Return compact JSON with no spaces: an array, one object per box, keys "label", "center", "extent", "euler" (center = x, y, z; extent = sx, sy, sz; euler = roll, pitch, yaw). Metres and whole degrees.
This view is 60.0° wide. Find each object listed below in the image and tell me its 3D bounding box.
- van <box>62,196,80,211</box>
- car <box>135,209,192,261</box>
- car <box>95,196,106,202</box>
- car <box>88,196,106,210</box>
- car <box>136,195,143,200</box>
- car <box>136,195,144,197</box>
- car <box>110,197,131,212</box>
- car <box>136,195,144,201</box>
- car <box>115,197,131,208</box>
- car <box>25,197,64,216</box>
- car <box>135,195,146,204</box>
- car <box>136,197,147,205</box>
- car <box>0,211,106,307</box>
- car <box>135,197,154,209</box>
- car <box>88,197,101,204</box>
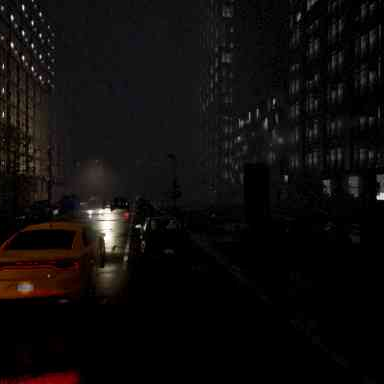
[{"label":"van","center":[-14.122,1.296,38.553],"extent":[1.690,1.788,3.998],"euler":[0,0,-10]},{"label":"car","center":[-1.057,1.547,12.134],"extent":[2.008,1.369,4.403],"euler":[0,0,-10]},{"label":"car","center":[-19.722,1.488,71.934],"extent":[1.947,1.339,4.313],"euler":[0,0,-10]},{"label":"car","center":[-12.017,1.522,42.330],"extent":[1.994,1.385,4.181],"euler":[0,0,-10]},{"label":"car","center":[-14.259,1.468,90.018],"extent":[1.887,1.381,4.507],"euler":[0,0,-10]},{"label":"car","center":[-7.721,1.530,51.064],"extent":[1.947,1.339,4.313],"euler":[0,0,-10]},{"label":"car","center":[-8.322,1.321,38.770],"extent":[2.097,1.767,4.553],"euler":[0,0,-9]},{"label":"car","center":[-12.391,1.501,78.889],"extent":[1.947,1.339,4.313],"euler":[0,0,-10]},{"label":"car","center":[-10.033,1.507,48.634],"extent":[2.033,1.411,5.357],"euler":[0,0,-9]},{"label":"car","center":[-12.253,1.405,27.426],"extent":[1.967,1.590,4.097],"euler":[0,0,-10]},{"label":"car","center":[-9.590,1.393,62.193],"extent":[1.967,1.590,4.097],"euler":[0,0,-10]},{"label":"car","center":[-8.655,1.540,56.629],"extent":[1.802,1.307,4.206],"euler":[0,0,-10]},{"label":"car","center":[-3.227,1.470,8.081],"extent":[1.882,1.535,5.008],"euler":[0,0,-10]},{"label":"car","center":[-4.919,1.545,34.370],"extent":[1.947,1.339,4.313],"euler":[0,0,-10]},{"label":"car","center":[-17.854,1.515,60.808],"extent":[1.802,1.307,4.206],"euler":[0,0,-10]}]
